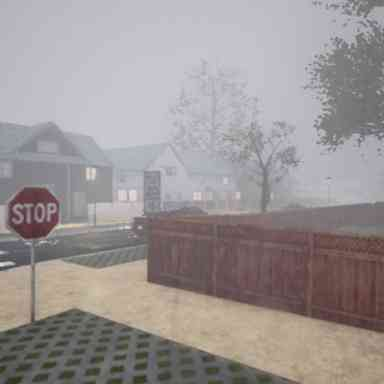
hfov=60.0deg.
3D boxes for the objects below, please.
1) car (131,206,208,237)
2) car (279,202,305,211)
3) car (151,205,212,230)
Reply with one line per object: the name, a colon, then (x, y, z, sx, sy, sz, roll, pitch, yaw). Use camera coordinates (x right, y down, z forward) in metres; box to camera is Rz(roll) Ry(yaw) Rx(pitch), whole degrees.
car: (-1.030, 1.623, 18.158, 1.882, 1.535, 5.008, 0, 0, 38)
car: (12.288, 1.950, 40.686, 1.994, 1.385, 4.181, 0, -1, 37)
car: (-0.625, 1.708, 23.481, 1.812, 1.442, 4.674, 0, 0, 37)
